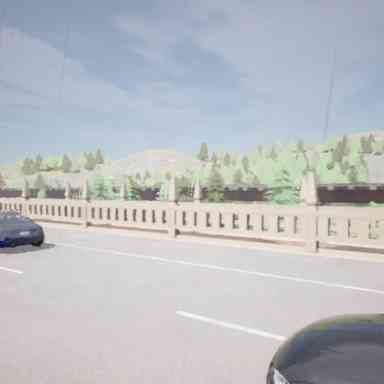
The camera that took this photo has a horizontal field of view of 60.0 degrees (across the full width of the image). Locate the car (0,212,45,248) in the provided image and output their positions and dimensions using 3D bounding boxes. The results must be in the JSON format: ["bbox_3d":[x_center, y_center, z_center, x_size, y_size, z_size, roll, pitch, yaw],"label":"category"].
[{"bbox_3d":[-7.823,1.487,13.367,4.181,1.385,1.994,0,0,34],"label":"car"}]

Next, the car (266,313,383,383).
[{"bbox_3d":[2.820,1.485,1.817,4.902,1.511,2.128,0,0,36],"label":"car"}]
